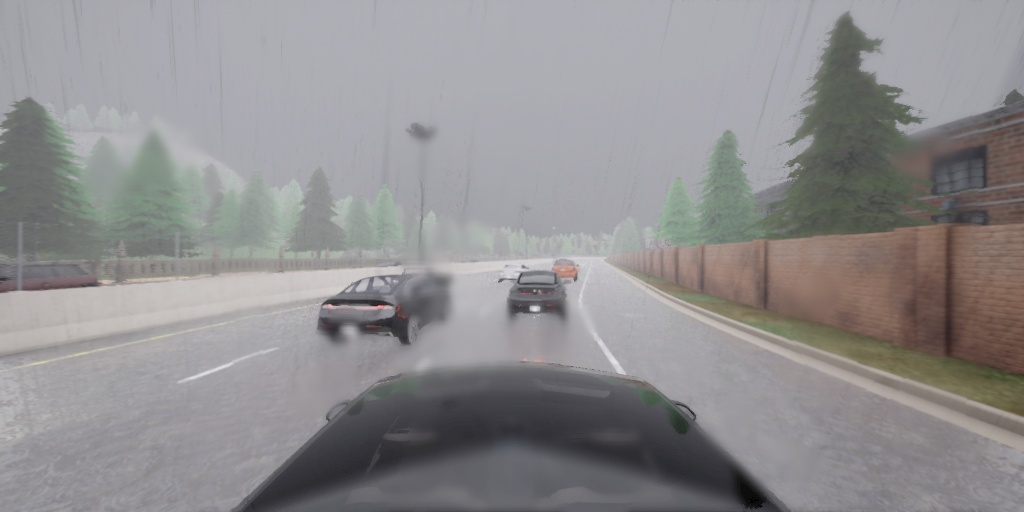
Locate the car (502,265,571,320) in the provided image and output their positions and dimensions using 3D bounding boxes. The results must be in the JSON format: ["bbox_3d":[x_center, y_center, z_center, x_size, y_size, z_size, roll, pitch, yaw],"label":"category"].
[{"bbox_3d":[0.999,1.245,12.591,1.837,1.490,4.892,0,0,7],"label":"car"}]

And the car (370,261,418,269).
[{"bbox_3d":[-10.108,1.173,29.942,1.837,1.490,4.892,0,0,13],"label":"car"}]

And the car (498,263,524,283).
[{"bbox_3d":[0.243,1.244,27.193,1.812,1.442,4.674,0,0,12],"label":"car"}]

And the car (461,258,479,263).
[{"bbox_3d":[-6.937,1.139,59.296,2.128,1.511,4.902,0,0,13],"label":"car"}]

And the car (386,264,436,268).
[{"bbox_3d":[-4.842,1.306,20.170,1.895,1.301,4.718,0,0,11],"label":"car"}]

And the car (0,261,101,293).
[{"bbox_3d":[-16.890,1.014,11.787,2.097,1.767,4.553,0,0,7],"label":"car"}]

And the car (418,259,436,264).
[{"bbox_3d":[-12.445,1.138,51.023,1.837,1.490,4.892,0,0,13],"label":"car"}]

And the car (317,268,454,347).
[{"bbox_3d":[-2.893,1.219,9.289,2.128,1.511,4.902,0,0,5],"label":"car"}]

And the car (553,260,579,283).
[{"bbox_3d":[4.512,1.086,30.167,2.097,1.767,4.553,0,0,13],"label":"car"}]
